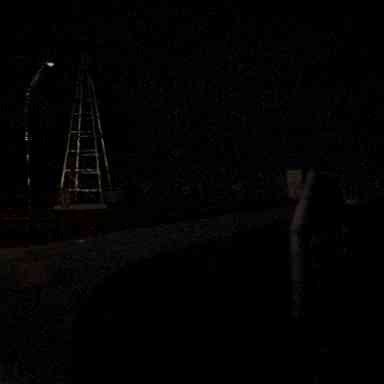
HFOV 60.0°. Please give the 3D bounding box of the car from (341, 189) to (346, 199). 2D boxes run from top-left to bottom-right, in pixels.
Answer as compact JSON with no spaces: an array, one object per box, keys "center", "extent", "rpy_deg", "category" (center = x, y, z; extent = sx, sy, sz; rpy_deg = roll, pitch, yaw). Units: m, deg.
[{"center":[20.055,0.329,46.223],"extent":[1.837,1.490,4.892],"rpy_deg":[-2,0,37],"category":"car"}]
